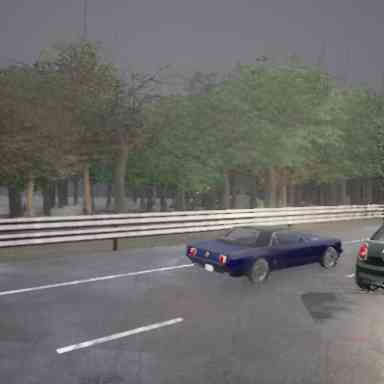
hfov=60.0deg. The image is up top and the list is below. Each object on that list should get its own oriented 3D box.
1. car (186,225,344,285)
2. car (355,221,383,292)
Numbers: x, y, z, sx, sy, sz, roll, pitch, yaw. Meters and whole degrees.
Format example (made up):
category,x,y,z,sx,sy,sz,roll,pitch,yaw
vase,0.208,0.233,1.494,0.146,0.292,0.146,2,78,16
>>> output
category,x,y,z,sx,sy,sz,roll,pitch,yaw
car,2.267,1.603,9.530,4.718,1.301,1.895,0,0,-34
car,5.864,1.361,7.723,4.553,1.767,2.097,0,0,-34
